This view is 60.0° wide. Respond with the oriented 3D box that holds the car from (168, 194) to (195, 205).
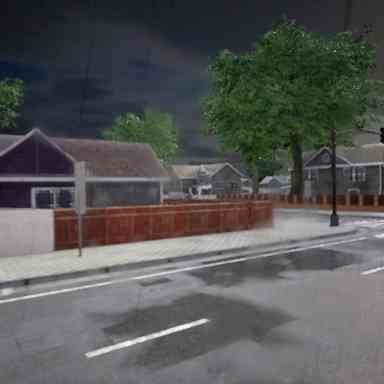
[{"bbox_3d":[-1.073,1.228,40.524,2.150,2.045,5.566,-1,0,-31],"label":"car"}]
